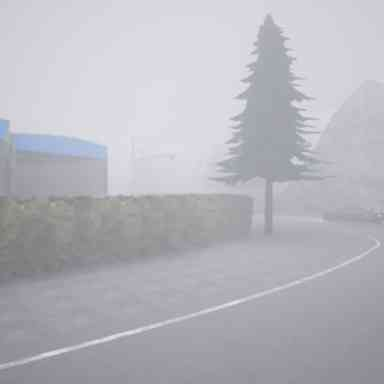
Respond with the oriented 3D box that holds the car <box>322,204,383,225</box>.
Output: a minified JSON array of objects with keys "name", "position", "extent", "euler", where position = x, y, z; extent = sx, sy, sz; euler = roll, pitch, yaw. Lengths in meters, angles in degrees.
[{"name":"car","position":[11.787,1.591,24.520],"extent":[1.994,1.385,4.181],"euler":[0,0,-31]}]
